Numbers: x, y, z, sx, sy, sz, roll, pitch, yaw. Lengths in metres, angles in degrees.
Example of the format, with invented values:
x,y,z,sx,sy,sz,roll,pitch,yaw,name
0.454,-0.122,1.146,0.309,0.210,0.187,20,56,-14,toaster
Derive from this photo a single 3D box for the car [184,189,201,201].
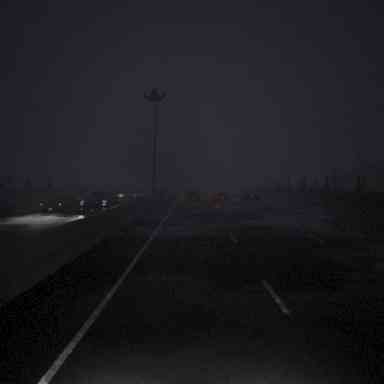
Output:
x,y,z,sx,sy,sz,roll,pitch,yaw,name
0.100,0.361,41.686,1.812,1.442,4.674,0,2,0,car

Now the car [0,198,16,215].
x,y,z,sx,sy,sz,roll,pitch,yaw,name
-14.099,1.058,22.675,1.895,1.301,4.718,0,2,0,car

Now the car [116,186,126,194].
x,y,z,sx,sy,sz,roll,pitch,yaw,name
-14.008,-0.370,64.384,1.837,1.490,4.892,0,1,0,car

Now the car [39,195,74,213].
x,y,z,sx,sy,sz,roll,pitch,yaw,name
-10.599,0.913,27.090,1.895,1.301,4.718,0,2,0,car

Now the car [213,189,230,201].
x,y,z,sx,sy,sz,roll,pitch,yaw,name
3.600,0.363,41.624,1.812,1.442,4.674,0,2,0,car

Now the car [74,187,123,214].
x,y,z,sx,sy,sz,roll,pitch,yaw,name
-7.098,0.707,25.796,2.097,1.767,4.553,0,2,0,car

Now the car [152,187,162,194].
x,y,z,sx,sy,sz,roll,pitch,yaw,name
-7.000,-0.241,67.246,2.033,1.411,5.357,0,0,0,car

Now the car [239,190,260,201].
x,y,z,sx,sy,sz,roll,pitch,yaw,name
7.100,0.410,41.337,1.994,1.385,4.181,0,2,0,car

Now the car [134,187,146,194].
x,y,z,sx,sy,sz,roll,pitch,yaw,name
-10.498,-0.385,67.884,1.882,1.535,5.008,0,0,0,car
